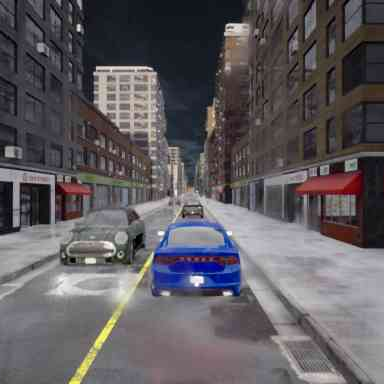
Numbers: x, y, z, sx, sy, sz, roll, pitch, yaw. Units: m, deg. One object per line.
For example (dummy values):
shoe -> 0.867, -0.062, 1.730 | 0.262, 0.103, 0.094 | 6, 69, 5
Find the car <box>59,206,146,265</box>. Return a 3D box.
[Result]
car -> -2.866, 1.353, 11.621 | 2.097, 1.767, 4.553 | 0, 0, 0

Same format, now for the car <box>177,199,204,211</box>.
car -> 0.061, 1.500, 29.770 | 2.128, 1.511, 4.902 | 0, 0, 0

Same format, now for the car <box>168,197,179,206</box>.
car -> -2.824, 1.573, 54.696 | 1.837, 1.490, 4.892 | 0, 0, 0

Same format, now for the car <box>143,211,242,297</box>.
car -> 0.088, 1.479, 8.641 | 1.882, 1.535, 5.008 | 0, 0, 0
